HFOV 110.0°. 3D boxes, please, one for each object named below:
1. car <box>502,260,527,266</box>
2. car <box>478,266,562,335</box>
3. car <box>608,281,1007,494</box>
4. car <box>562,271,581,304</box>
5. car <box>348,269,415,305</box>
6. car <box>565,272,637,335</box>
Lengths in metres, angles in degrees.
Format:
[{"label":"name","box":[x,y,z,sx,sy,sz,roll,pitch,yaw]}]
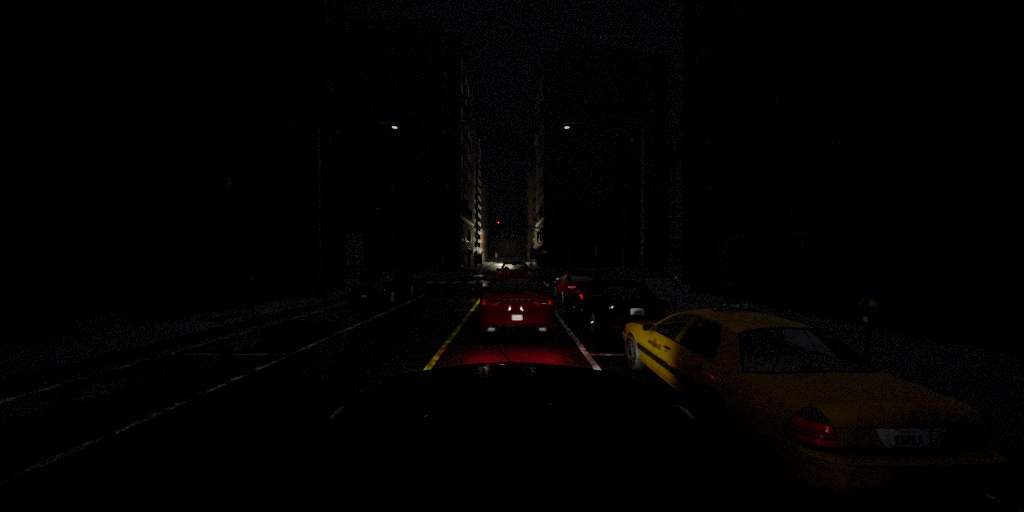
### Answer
[{"label":"car","box":[0.145,1.096,20.817,2.097,1.767,4.553,0,0,0]},{"label":"car","box":[0.118,1.225,10.488,1.882,1.535,5.008,0,0,0]},{"label":"car","box":[2.880,1.274,4.889,1.751,1.417,4.829,0,0,0]},{"label":"car","box":[2.910,1.327,15.891,1.802,1.307,4.207,0,0,0]},{"label":"car","box":[-5.636,1.291,15.911,1.888,1.381,4.507,0,0,0]},{"label":"car","box":[2.895,1.313,10.305,1.948,1.339,4.313,0,0,0]}]
